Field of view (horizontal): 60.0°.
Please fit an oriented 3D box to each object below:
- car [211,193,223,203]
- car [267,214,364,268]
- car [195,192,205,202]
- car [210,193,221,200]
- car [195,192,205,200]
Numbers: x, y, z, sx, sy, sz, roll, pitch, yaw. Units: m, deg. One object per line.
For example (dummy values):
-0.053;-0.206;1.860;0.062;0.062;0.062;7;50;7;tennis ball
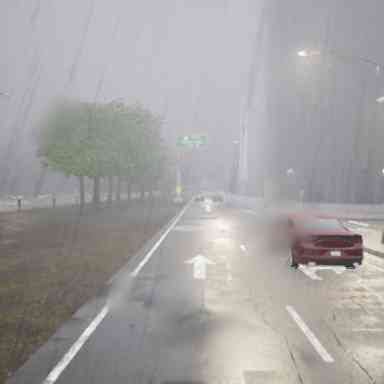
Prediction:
5.029;1.248;65.124;2.128;1.511;4.902;0;0;1;car
3.845;1.463;11.224;1.882;1.535;5.008;0;0;1;car
1.529;1.289;65.208;2.033;1.411;5.357;0;0;1;car
5.275;1.057;75.539;2.128;1.511;4.902;0;0;1;car
1.776;0.873;75.592;2.097;1.767;4.553;0;0;1;car
